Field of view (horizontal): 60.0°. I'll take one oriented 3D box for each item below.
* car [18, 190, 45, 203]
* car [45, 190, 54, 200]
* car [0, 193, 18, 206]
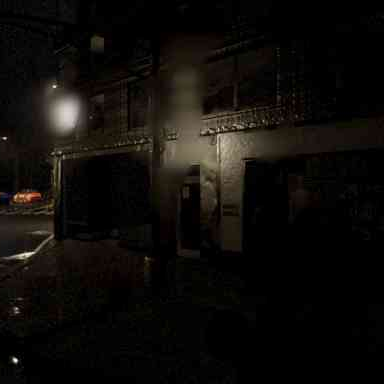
[{"bbox_3d":[-21.339,0.506,43.235,2.097,1.767,4.553,0,1,-7],"label":"car"},{"bbox_3d":[-22.579,0.473,53.130,1.882,1.535,5.008,0,1,-7],"label":"car"},{"bbox_3d":[-20.176,0.795,34.093,1.882,1.535,5.008,0,1,-7],"label":"car"}]
